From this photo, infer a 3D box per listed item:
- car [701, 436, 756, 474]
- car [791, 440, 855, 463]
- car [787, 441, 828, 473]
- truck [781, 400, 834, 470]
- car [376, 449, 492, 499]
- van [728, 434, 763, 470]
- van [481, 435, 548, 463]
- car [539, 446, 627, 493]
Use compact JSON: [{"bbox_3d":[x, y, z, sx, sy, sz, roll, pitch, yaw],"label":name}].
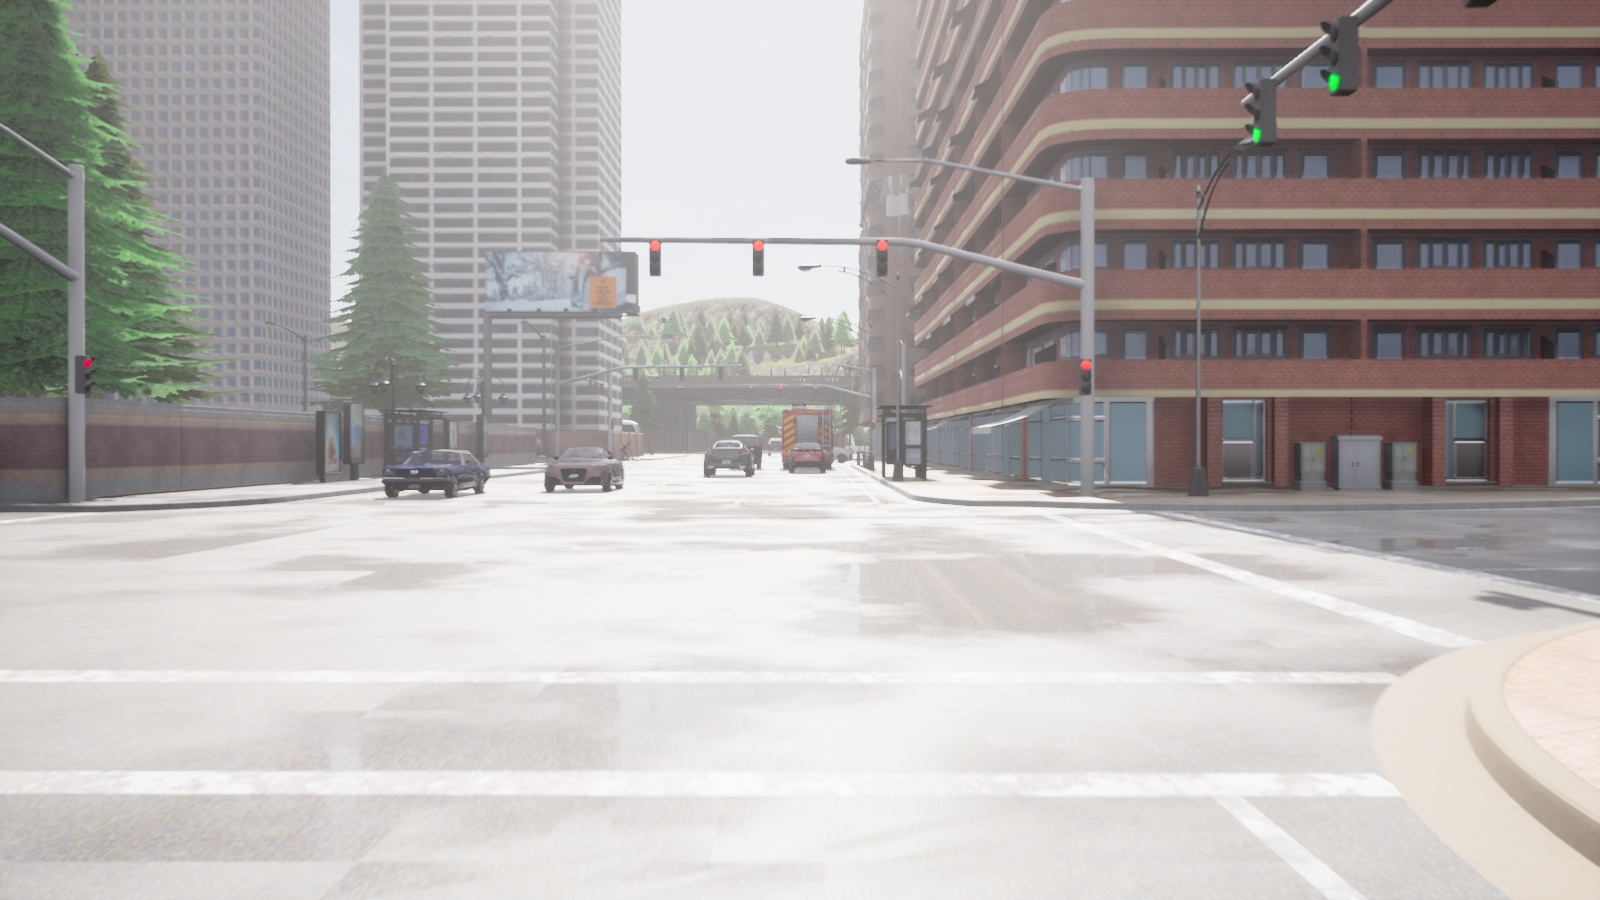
[{"bbox_3d":[-3.168,0.203,56.619,2.152,1.651,5.027,0,0,0],"label":"car"},{"bbox_3d":[1.688,0.072,92.241,4.611,1.667,2.242,0,0,1],"label":"car"},{"bbox_3d":[0.368,0.338,63.043,2.007,1.525,4.514,0,0,0],"label":"car"},{"bbox_3d":[0.425,-0.829,73.052,2.891,3.827,8.468,0,0,0],"label":"truck"},{"bbox_3d":[-10.285,0.638,35.648,1.895,1.301,4.718,0,0,0],"label":"car"},{"bbox_3d":[-3.082,0.091,71.997,1.775,1.987,4.442,0,0,0],"label":"van"},{"bbox_3d":[-20.978,-0.068,92.488,4.480,2.038,2.069,0,0,1],"label":"van"},{"bbox_3d":[-6.757,0.582,39.562,1.994,1.385,4.181,0,0,1],"label":"car"}]
